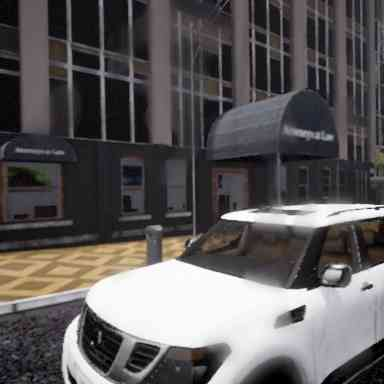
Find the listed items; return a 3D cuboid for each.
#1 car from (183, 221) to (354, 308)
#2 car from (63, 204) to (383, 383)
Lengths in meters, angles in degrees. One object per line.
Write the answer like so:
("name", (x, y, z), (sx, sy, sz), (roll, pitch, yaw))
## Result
("car", (2.099, 1.569, 8.485), (4.313, 1.339, 1.947), (0, -1, -38))
("car", (1.305, 1.222, 4.420), (5.566, 2.045, 2.150), (0, 0, -38))
